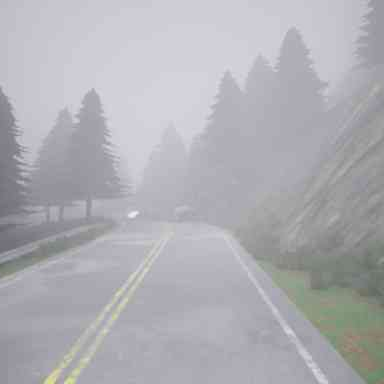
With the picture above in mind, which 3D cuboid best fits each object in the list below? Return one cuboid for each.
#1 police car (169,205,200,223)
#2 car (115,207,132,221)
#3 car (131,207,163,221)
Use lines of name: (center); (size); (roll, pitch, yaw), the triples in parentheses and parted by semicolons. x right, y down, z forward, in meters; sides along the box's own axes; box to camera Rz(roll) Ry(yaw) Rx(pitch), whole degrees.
police car: (-0.827, 2.063, 32.010); (1.930, 1.638, 5.238); (2, -3, -18)
car: (-9.374, 3.255, 46.604); (2.150, 2.045, 5.566); (5, -10, -42)
car: (-5.434, 2.838, 41.504); (1.882, 1.535, 5.008); (1, -6, -33)
